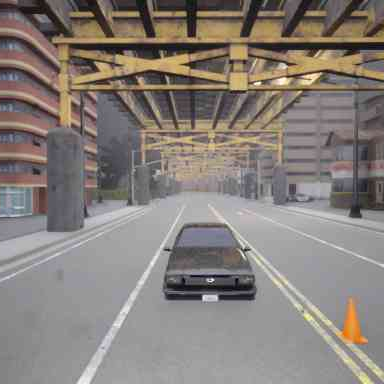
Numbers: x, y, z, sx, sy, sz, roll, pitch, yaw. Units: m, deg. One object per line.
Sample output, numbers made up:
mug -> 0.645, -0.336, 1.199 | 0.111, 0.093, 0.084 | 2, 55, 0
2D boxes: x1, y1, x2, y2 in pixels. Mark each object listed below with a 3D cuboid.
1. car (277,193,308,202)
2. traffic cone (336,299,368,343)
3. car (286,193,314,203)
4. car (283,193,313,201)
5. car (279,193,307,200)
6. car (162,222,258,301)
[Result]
car -> 17.831, 0.959, 58.984 | 4.974, 1.542, 2.038 | 0, 1, 25
traffic cone -> 2.455, 1.949, 5.111 | 0.340, 0.580, 0.340 | 0, 0, 0
car -> 17.482, 1.006, 54.827 | 4.974, 1.542, 2.038 | 0, 1, -20
car -> 17.531, 0.848, 54.843 | 4.536, 1.218, 1.853 | 0, 1, -20
car -> 17.878, 0.801, 58.960 | 4.536, 1.218, 1.853 | 0, 1, 25
car -> 0.364, 1.533, 8.719 | 2.033, 1.411, 5.357 | 0, 0, 1
